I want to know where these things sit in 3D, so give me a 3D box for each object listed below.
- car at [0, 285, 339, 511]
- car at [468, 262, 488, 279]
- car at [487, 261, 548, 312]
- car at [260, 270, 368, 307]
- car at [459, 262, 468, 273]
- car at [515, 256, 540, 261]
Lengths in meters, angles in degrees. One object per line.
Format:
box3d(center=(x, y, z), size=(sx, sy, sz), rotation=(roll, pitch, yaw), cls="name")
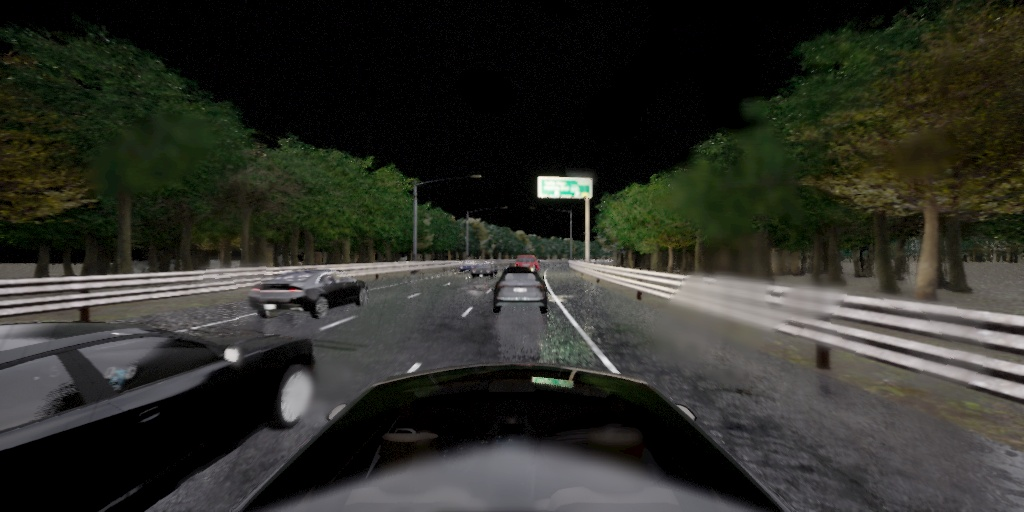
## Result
box3d(center=(-3.450, 1.218, 2.581), size=(1.882, 1.535, 5.008), rotation=(0, 0, 1), cls="car")
box3d(center=(-2.390, 1.357, 32.648), size=(1.895, 1.301, 4.718), rotation=(0, 0, 5), cls="car")
box3d(center=(0.340, 1.177, 14.149), size=(2.033, 1.649, 4.856), rotation=(0, 0, 2), cls="car")
box3d(center=(-6.784, 1.222, 12.604), size=(2.128, 1.511, 4.902), rotation=(0, 0, 2), cls="car")
box3d(center=(-4.927, 1.386, 43.448), size=(1.895, 1.301, 4.718), rotation=(0, 0, 6), cls="car")
box3d(center=(1.444, 0.987, 33.955), size=(2.150, 2.045, 5.566), rotation=(0, 0, 5), cls="car")
